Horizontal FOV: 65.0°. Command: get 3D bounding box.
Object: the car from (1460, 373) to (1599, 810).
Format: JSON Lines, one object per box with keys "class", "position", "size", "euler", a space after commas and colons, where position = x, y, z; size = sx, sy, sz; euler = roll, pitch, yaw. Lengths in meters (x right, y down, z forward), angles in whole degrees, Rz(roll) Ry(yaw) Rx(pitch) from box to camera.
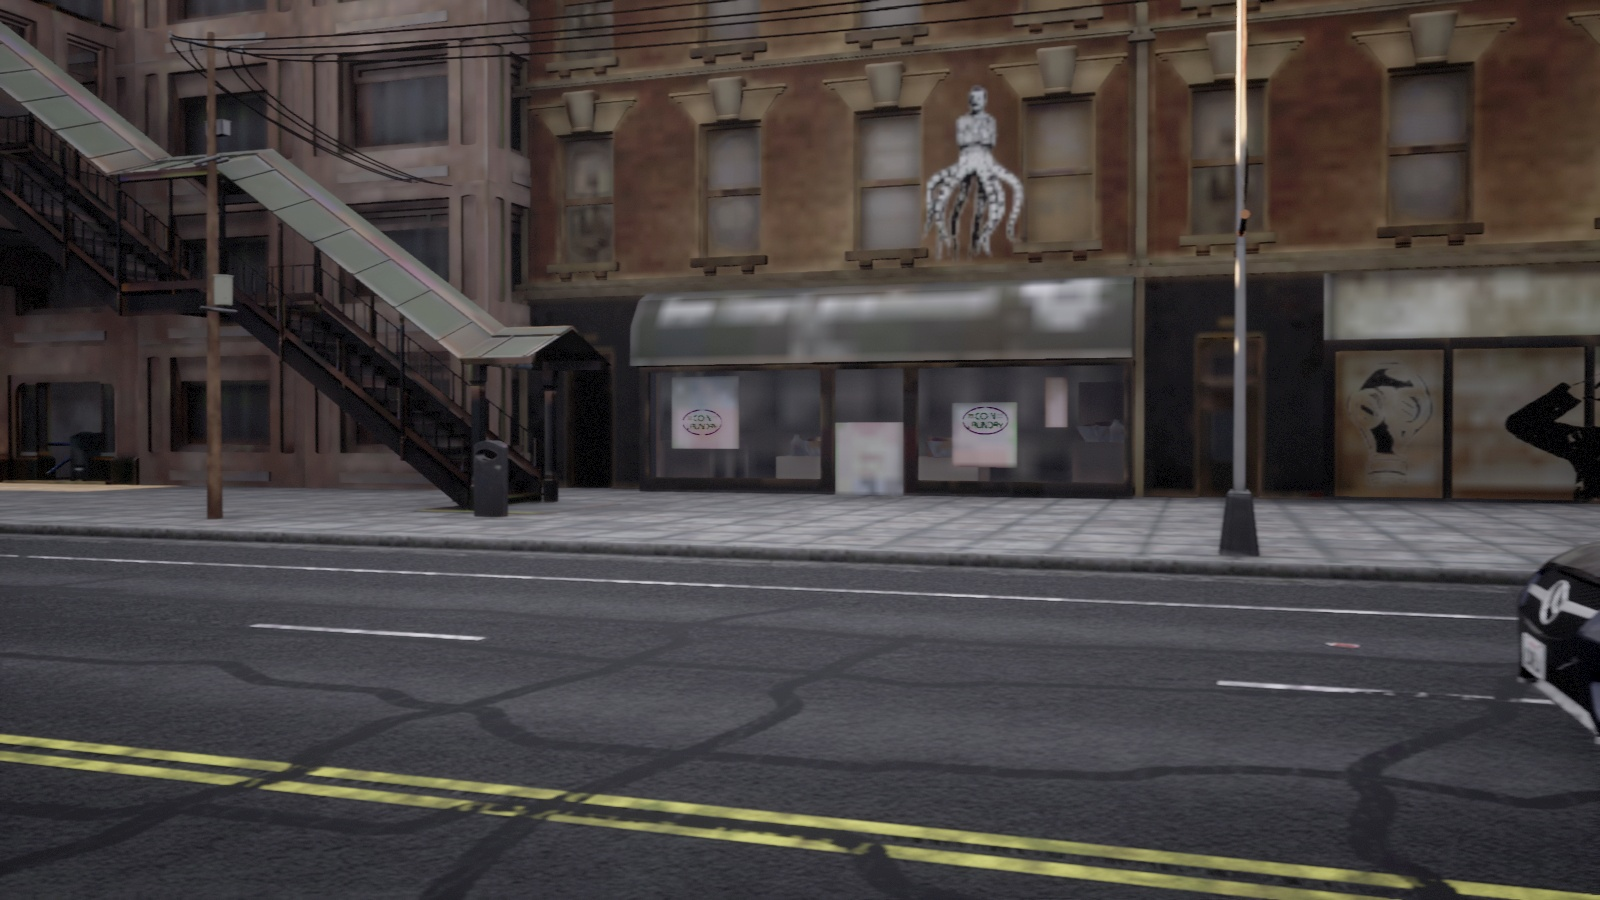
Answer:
{"class": "car", "position": [5.675, 0.555, 5.038], "size": [5.027, 1.651, 2.152], "euler": [1, 1, 17]}
